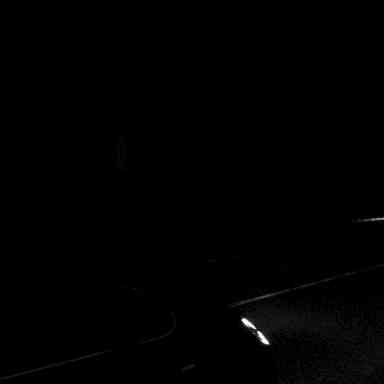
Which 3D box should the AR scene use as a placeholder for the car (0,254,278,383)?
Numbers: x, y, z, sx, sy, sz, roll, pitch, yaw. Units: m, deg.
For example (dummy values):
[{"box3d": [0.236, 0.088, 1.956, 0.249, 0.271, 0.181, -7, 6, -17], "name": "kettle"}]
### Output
[{"box3d": [-1.374, 1.352, 2.784, 4.553, 1.767, 2.097, 0, 0, -35], "name": "car"}]
